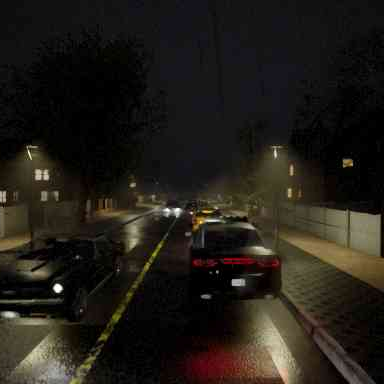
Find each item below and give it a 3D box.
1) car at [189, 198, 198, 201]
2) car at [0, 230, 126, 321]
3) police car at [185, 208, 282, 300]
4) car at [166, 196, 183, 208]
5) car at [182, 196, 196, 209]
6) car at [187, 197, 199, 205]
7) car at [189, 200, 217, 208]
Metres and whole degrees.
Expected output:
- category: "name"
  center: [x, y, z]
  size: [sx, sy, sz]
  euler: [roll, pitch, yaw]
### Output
- category: "car"
  center: [0.884, 1.459, 24.661]
  size: [1.801, 1.575, 5.366]
  euler: [0, 0, 0]
- category: "car"
  center: [-2.835, 1.602, 7.388]
  size: [1.895, 1.301, 4.718]
  euler: [0, 0, 0]
- category: "police car"
  center: [0.844, 1.427, 8.578]
  size: [1.930, 1.638, 5.238]
  euler: [0, 0, 0]
- category: "car"
  center: [-2.731, 1.596, 47.723]
  size: [1.895, 1.301, 4.718]
  euler: [0, 0, 0]
- category: "car"
  center: [0.130, 1.489, 45.101]
  size: [2.128, 1.511, 4.902]
  euler: [0, 0, 1]
- category: "car"
  center: [0.143, 1.535, 58.457]
  size: [2.033, 1.411, 5.357]
  euler: [0, 0, 0]
- category: "car"
  center: [0.869, 1.458, 18.660]
  size: [1.801, 1.575, 5.366]
  euler: [0, 0, 0]
